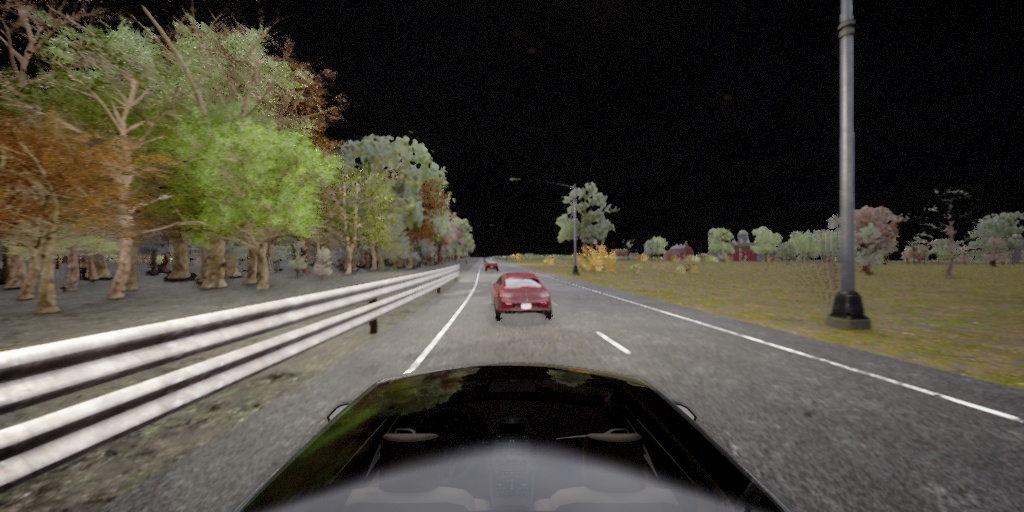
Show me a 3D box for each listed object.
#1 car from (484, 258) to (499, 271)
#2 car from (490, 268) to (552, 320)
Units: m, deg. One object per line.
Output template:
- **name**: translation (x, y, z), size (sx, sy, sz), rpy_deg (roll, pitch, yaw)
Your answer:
- **car**: translation (-2.993, 1.382, 52.690), size (1.882, 1.535, 5.008), rpy_deg (0, 0, -5)
- **car**: translation (0.238, 1.308, 12.770), size (1.812, 1.442, 4.674), rpy_deg (0, 0, -5)
